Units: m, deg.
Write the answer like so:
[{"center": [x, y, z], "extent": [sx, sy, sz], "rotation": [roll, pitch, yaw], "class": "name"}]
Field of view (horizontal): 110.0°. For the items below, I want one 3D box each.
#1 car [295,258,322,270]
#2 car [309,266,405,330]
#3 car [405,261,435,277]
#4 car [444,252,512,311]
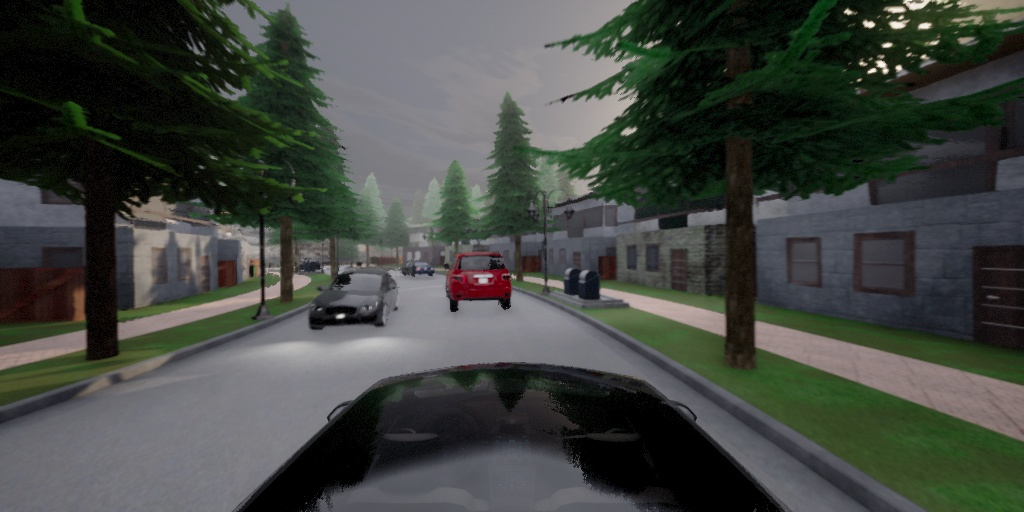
[{"center": [-27.434, 1.069, 48.398], "extent": [4.553, 1.767, 2.097], "rotation": [0, 1, 41], "class": "car"}, {"center": [-4.666, 1.225, 11.196], "extent": [1.837, 1.490, 4.892], "rotation": [0, 0, -11], "class": "car"}, {"center": [-8.590, 1.128, 32.424], "extent": [2.033, 1.411, 5.357], "rotation": [-1, 1, -31], "class": "car"}, {"center": [-1.474, 0.879, 14.305], "extent": [2.150, 2.045, 5.566], "rotation": [-1, 0, -12], "class": "car"}]
